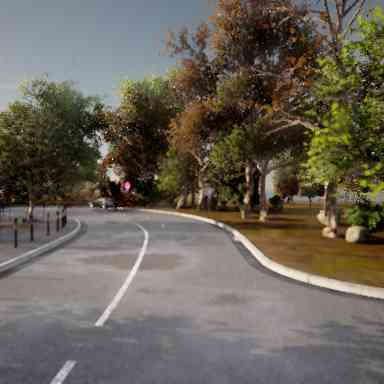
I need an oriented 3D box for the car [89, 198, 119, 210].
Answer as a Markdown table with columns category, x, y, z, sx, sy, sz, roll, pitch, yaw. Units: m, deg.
| category | x | y | z | sx | sy | sz | roll | pitch | yaw |
| --- | --- | --- | --- | --- | --- | --- | --- | --- | --- |
| car | -11.403 | 1.485 | 42.751 | 4.902 | 1.511 | 2.128 | 0 | 0 | 43 |
